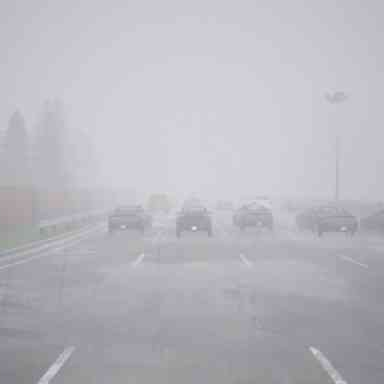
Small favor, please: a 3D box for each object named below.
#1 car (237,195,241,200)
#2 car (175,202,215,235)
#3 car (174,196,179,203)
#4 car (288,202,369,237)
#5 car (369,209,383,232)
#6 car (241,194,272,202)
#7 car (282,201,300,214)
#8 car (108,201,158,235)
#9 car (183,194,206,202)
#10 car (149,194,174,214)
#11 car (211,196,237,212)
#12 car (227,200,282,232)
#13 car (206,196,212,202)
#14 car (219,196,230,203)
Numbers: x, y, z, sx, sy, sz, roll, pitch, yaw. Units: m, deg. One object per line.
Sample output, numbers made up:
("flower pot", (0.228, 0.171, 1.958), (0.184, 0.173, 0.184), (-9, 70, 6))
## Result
("car", (10.490, 1.507, 71.528), (1.837, 1.490, 4.892), (0, 0, 0))
("car", (0.101, 1.506, 18.648), (1.837, 1.490, 4.892), (0, 0, 0))
("car", (-3.477, 1.483, 62.468), (1.882, 1.535, 5.008), (0, 0, 0))
("car", (7.101, 1.494, 18.011), (2.128, 1.511, 4.902), (0, 0, 0))
("car", (10.587, 1.528, 17.198), (1.812, 1.442, 4.674), (0, 0, 0))
("car", (7.102, 1.225, 35.826), (2.150, 2.045, 5.566), (0, 0, 0))
("car", (10.602, 1.605, 35.092), (1.895, 1.301, 4.718), (0, 0, 0))
("car", (-3.399, 1.493, 18.896), (2.128, 1.511, 4.902), (0, 0, 0))
("car", (0.102, 1.355, 36.330), (2.097, 1.767, 4.553), (0, 0, 0))
("car", (-3.399, 1.224, 35.834), (2.150, 2.045, 5.566), (0, 0, 0))
("car", (3.603, 1.481, 38.184), (1.882, 1.535, 5.008), (0, 0, 0))
("car", (3.601, 1.493, 20.221), (2.128, 1.511, 4.902), (0, 0, 0))
("car", (3.490, 1.532, 71.495), (2.128, 1.511, 4.902), (0, 0, 0))
("car", (6.987, 1.559, 71.912), (1.994, 1.385, 4.181), (0, 0, 0))
